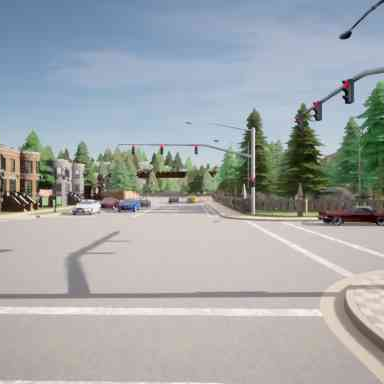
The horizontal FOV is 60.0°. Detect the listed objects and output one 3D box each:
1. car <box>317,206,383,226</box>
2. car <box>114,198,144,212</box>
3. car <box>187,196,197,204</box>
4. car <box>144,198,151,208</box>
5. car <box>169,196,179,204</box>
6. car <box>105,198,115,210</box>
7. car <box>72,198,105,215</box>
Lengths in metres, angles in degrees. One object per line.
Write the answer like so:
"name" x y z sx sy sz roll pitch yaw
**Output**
"car" 11.149 1.601 22.840 4.718 1.301 1.895 0 0 2
"car" -7.161 1.477 38.307 1.882 1.535 5.008 0 0 0
"car" -0.012 1.477 64.859 1.882 1.535 5.008 0 0 0
"car" -7.150 1.564 48.295 1.994 1.385 4.181 0 0 0
"car" -3.515 1.491 64.909 2.128 1.511 4.902 0 0 0
"car" -10.662 1.477 43.021 1.882 1.535 5.008 0 0 0
"car" -10.655 1.526 33.968 1.812 1.442 4.674 0 0 0
